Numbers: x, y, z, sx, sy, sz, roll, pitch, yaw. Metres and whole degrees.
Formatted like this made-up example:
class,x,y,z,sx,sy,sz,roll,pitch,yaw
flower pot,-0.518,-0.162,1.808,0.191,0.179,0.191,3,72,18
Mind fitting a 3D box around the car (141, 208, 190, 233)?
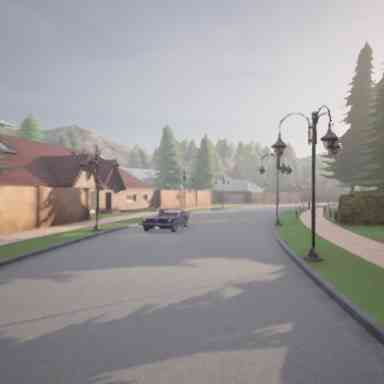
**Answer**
class,x,y,z,sx,sy,sz,roll,pitch,yaw
car,-1.494,1.648,20.252,1.895,1.301,4.718,0,0,11
